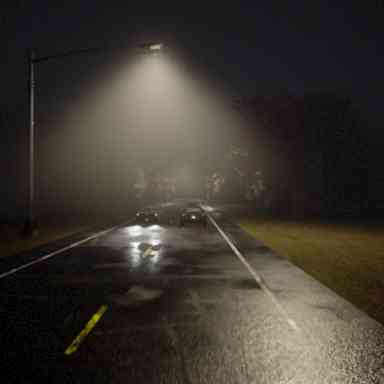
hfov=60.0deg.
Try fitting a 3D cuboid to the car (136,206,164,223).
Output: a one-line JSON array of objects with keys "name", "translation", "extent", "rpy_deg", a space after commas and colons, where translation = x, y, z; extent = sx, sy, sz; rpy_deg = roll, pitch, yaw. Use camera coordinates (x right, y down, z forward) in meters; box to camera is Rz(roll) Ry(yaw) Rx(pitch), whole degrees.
[{"name": "car", "translation": [-3.488, 1.849, 27.941], "extent": [1.895, 1.301, 4.718], "rpy_deg": [0, 0, 0]}]

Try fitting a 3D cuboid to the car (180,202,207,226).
[{"name": "car", "translation": [0.111, 1.751, 25.338], "extent": [1.994, 1.385, 4.181], "rpy_deg": [0, 0, 0]}]
